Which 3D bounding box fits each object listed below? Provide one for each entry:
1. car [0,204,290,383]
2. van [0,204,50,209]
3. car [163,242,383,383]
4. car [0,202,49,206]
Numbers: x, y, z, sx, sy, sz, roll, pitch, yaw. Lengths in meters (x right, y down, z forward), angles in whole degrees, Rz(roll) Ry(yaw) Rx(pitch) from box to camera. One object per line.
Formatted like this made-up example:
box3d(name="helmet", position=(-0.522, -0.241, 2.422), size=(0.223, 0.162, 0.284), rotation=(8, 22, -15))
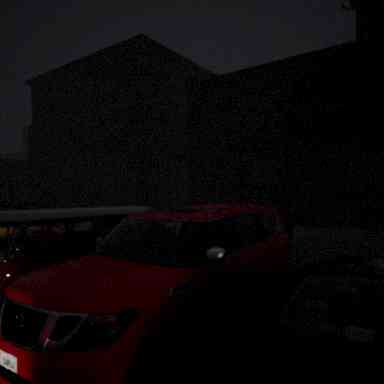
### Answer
box3d(name="car", position=(-0.140, 1.262, 5.418), size=(2.435, 2.045, 5.566), rotation=(-1, 0, 35))
box3d(name="van", position=(-2.453, 1.320, 6.957), size=(1.878, 1.987, 4.442), rotation=(-1, 0, 35))
box3d(name="car", position=(2.140, 1.485, 3.821), size=(2.231, 1.521, 4.892), rotation=(-1, 0, 35))
box3d(name="car", position=(-6.928, 1.361, 10.253), size=(2.435, 2.045, 5.566), rotation=(-1, -1, 35))
